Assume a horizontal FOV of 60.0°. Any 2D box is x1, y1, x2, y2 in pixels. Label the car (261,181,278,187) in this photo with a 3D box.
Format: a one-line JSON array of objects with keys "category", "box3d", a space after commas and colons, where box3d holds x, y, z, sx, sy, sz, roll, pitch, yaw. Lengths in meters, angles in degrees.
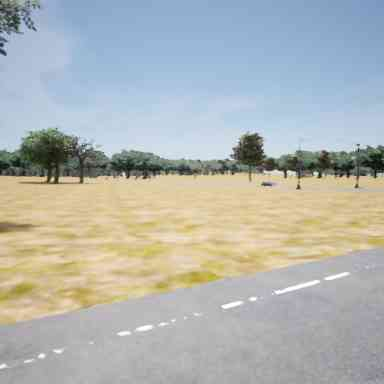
[{"category": "car", "box3d": [19.413, -1.923, 83.103, 2.128, 1.511, 4.902, -1, 3, -28]}]
